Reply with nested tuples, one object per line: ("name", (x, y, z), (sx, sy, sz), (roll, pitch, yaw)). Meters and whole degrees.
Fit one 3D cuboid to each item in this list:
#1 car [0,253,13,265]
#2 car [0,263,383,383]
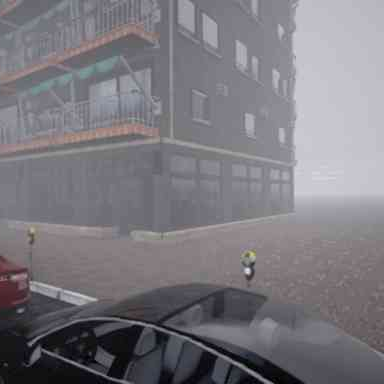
("car", (-4.889, 1.582, 6.349), (4.507, 1.381, 1.887), (0, 0, 35))
("car", (-0.295, 1.575, 3.083), (4.313, 1.339, 1.947), (0, 0, 35))
